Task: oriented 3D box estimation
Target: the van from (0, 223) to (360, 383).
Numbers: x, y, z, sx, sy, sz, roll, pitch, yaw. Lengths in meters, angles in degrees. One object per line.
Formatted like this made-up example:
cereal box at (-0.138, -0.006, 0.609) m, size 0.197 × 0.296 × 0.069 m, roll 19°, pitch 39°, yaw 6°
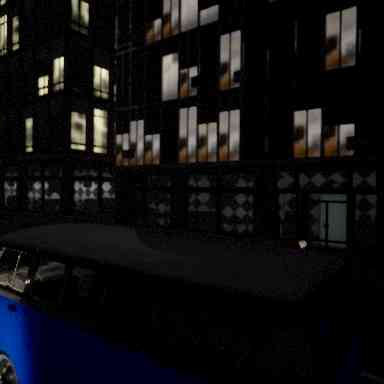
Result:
van at (-0.520, 1.295, 3.250) m, size 3.998 × 1.788 × 1.690 m, roll 1°, pitch 1°, yaw 35°
